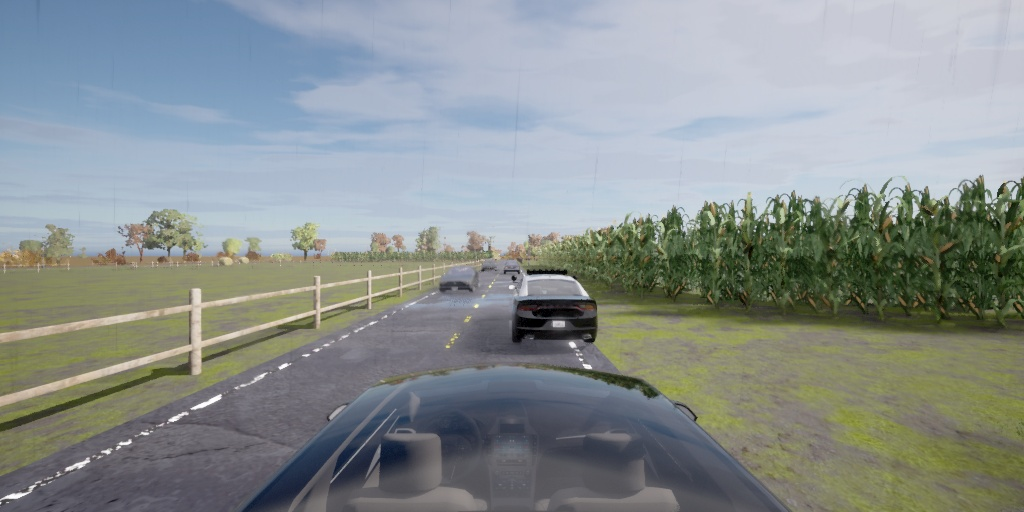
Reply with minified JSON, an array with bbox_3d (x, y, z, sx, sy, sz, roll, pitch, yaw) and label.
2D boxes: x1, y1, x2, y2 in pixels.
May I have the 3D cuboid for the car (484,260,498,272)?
[{"bbox_3d":[-2.869,1.255,46.339,1.837,1.490,4.892,0,0,0],"label":"car"}]

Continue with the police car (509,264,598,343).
[{"bbox_3d":[0.942,1.175,9.840,1.930,1.638,5.238,0,0,0],"label":"police car"}]

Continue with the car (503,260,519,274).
[{"bbox_3d":[-0.017,1.298,40.681,2.033,1.411,5.357,0,0,0],"label":"car"}]

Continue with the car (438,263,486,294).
[{"bbox_3d":[-2.900,1.296,20.780,2.033,1.411,5.357,0,0,0],"label":"car"}]
